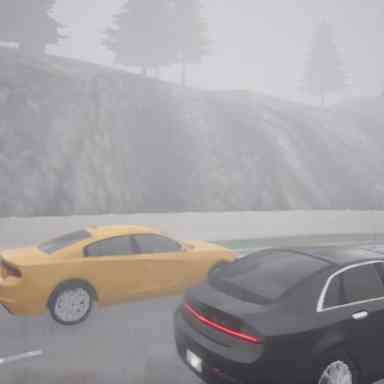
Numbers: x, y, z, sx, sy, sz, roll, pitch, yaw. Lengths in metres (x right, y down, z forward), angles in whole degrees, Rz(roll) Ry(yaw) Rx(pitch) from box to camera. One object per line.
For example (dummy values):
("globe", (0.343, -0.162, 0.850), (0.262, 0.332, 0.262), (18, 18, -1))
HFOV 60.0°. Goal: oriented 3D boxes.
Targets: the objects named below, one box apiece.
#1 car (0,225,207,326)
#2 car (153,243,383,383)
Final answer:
("car", (-1.232, 1.437, 7.005), (5.008, 1.535, 1.882), (1, 0, -32))
("car", (2.118, 1.513, 4.664), (4.892, 1.490, 1.837), (1, 0, -30))
